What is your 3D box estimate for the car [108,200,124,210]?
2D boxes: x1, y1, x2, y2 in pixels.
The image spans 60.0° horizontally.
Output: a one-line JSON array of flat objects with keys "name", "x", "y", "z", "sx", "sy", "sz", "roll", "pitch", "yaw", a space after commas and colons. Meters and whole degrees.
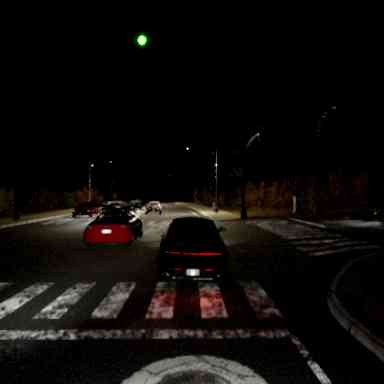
[{"name": "car", "x": -12.149, "y": 2.069, "z": 53.294, "sx": 1.994, "sy": 1.385, "sz": 4.181, "roll": 0, "pitch": -1, "yaw": -5}]

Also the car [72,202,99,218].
[{"name": "car", "x": -10.895, "y": 1.833, "z": 34.438, "sx": 1.812, "sy": 1.442, "sz": 4.674, "roll": 0, "pitch": -1, "yaw": -3}]

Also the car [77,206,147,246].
[{"name": "car", "x": -3.413, "y": 1.538, "z": 15.108, "sx": 1.994, "sy": 1.385, "sz": 4.181, "roll": -1, "pitch": 0, "yaw": -1}]

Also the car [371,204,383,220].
[{"name": "car", "x": 12.884, "y": 0.854, "z": 19.213, "sx": 4.674, "sy": 1.442, "sz": 1.812, "roll": -3, "pitch": -1, "yaw": -1}]

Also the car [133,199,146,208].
[{"name": "car", "x": -9.783, "y": 2.103, "z": 62.718, "sx": 2.128, "sy": 1.511, "sz": 4.902, "roll": 0, "pitch": -1, "yaw": -5}]

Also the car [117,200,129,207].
[{"name": "car", "x": -13.136, "y": 2.224, "z": 63.570, "sx": 1.895, "sy": 1.301, "sz": 4.718, "roll": 0, "pitch": -1, "yaw": -6}]

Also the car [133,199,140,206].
[{"name": "car", "x": -8.131, "y": 1.955, "z": 42.553, "sx": 1.994, "sy": 1.385, "sz": 4.181, "roll": 0, "pitch": -1, "yaw": -4}]

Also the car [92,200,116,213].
[{"name": "car", "x": -11.445, "y": 1.893, "z": 43.546, "sx": 2.128, "sy": 1.511, "sz": 4.902, "roll": 0, "pitch": -1, "yaw": -4}]

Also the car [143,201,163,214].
[{"name": "car", "x": -4.574, "y": 1.895, "z": 40.588, "sx": 1.812, "sy": 1.442, "sz": 4.674, "roll": 0, "pitch": -1, "yaw": -4}]

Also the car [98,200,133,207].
[{"name": "car", "x": -7.598, "y": 1.790, "z": 33.683, "sx": 2.128, "sy": 1.511, "sz": 4.902, "roll": 0, "pitch": -1, "yaw": -3}]

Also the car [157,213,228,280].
[{"name": "car", "x": -0.004, "y": 1.520, "z": 10.255, "sx": 1.837, "sy": 1.490, "sz": 4.892, "roll": 2, "pitch": 3, "yaw": -1}]

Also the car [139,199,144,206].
[{"name": "car", "x": -8.823, "y": 1.987, "z": 52.549, "sx": 2.128, "sy": 1.511, "sz": 4.902, "roll": 0, "pitch": -1, "yaw": -5}]
